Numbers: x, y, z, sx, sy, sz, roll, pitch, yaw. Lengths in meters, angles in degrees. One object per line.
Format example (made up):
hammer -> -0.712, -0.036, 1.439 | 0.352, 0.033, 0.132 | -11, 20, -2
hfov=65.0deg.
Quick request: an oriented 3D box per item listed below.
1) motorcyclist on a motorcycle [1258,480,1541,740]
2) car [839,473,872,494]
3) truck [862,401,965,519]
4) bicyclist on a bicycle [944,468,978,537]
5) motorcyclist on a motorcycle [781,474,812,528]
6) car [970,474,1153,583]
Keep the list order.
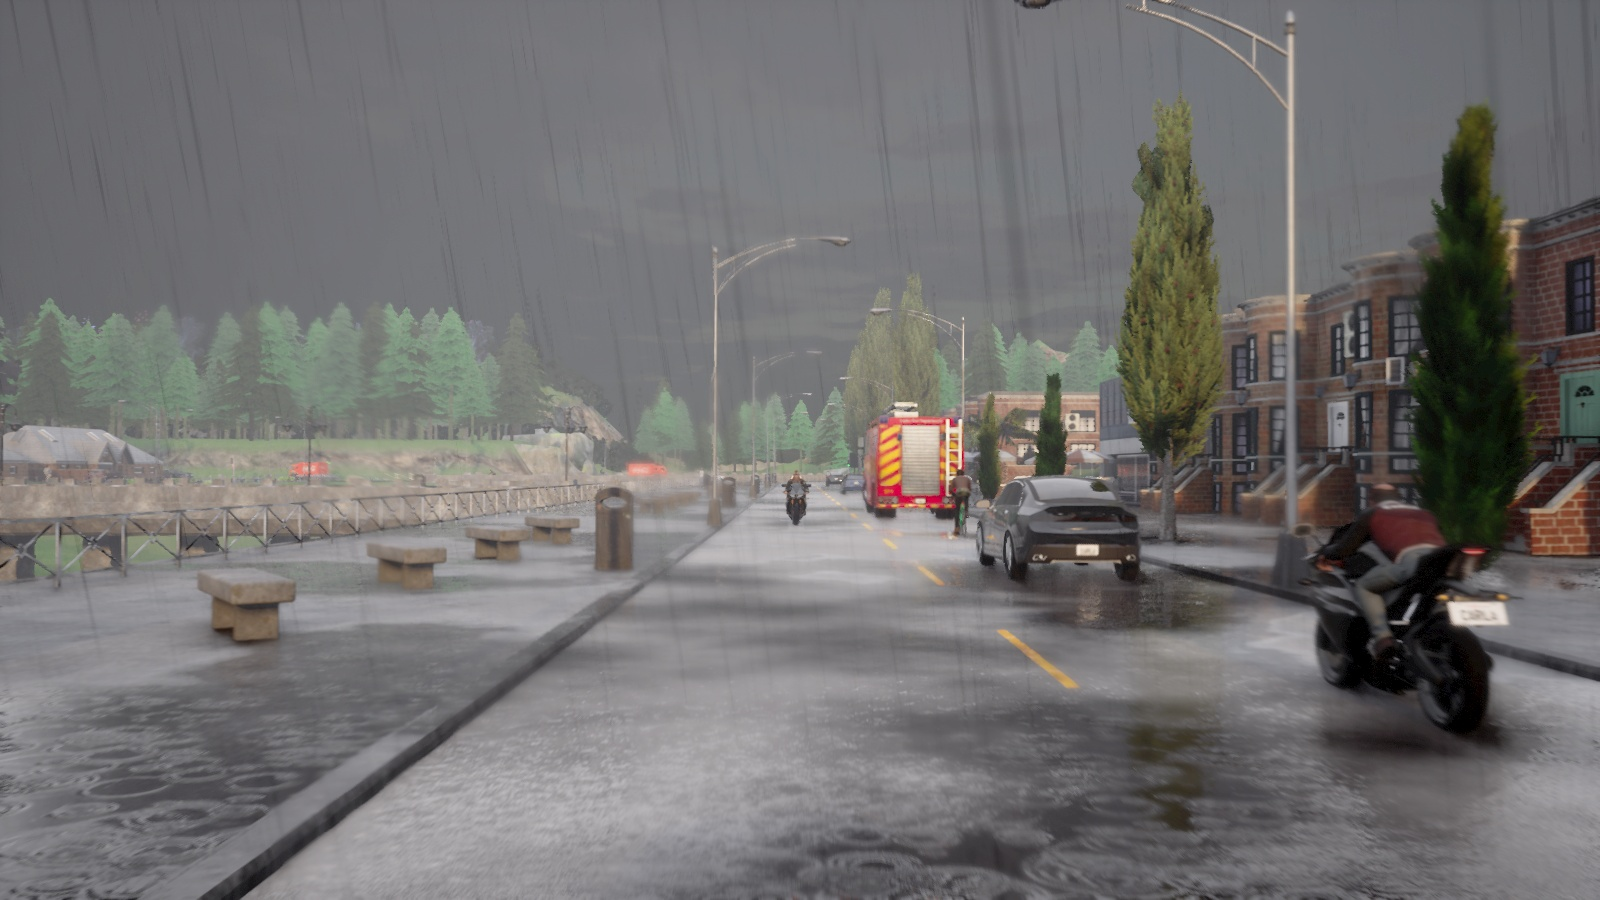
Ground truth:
motorcyclist on a motorcycle -> 3.977, 0.978, 8.585 | 0.866, 1.530, 2.191 | 0, -1, 0
car -> 3.778, 2.286, 85.971 | 2.033, 1.411, 5.357 | 0, -1, 0
truck -> 3.878, 0.388, 45.012 | 2.891, 3.827, 8.468 | 0, -1, 0
bicyclist on a bicycle -> 3.920, 1.265, 30.653 | 0.582, 1.620, 1.656 | 0, -1, 0
motorcyclist on a motorcycle -> -0.095, 1.466, 36.818 | 0.866, 1.530, 2.191 | 0, -1, 0
car -> 3.948, 1.135, 19.806 | 1.837, 1.490, 4.892 | 0, -1, 0
